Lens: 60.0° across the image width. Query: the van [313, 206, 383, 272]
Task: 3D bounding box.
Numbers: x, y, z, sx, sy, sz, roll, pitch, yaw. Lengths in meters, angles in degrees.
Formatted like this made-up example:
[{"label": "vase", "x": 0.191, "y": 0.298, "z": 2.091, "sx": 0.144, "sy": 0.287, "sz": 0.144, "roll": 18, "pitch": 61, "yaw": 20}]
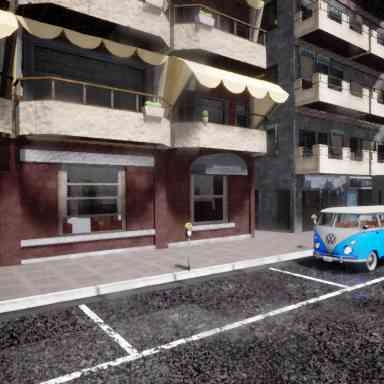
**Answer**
[{"label": "van", "x": 5.493, "y": 1.341, "z": 10.486, "sx": 3.998, "sy": 1.788, "sz": 1.690, "roll": 0, "pitch": 0, "yaw": -35}]
